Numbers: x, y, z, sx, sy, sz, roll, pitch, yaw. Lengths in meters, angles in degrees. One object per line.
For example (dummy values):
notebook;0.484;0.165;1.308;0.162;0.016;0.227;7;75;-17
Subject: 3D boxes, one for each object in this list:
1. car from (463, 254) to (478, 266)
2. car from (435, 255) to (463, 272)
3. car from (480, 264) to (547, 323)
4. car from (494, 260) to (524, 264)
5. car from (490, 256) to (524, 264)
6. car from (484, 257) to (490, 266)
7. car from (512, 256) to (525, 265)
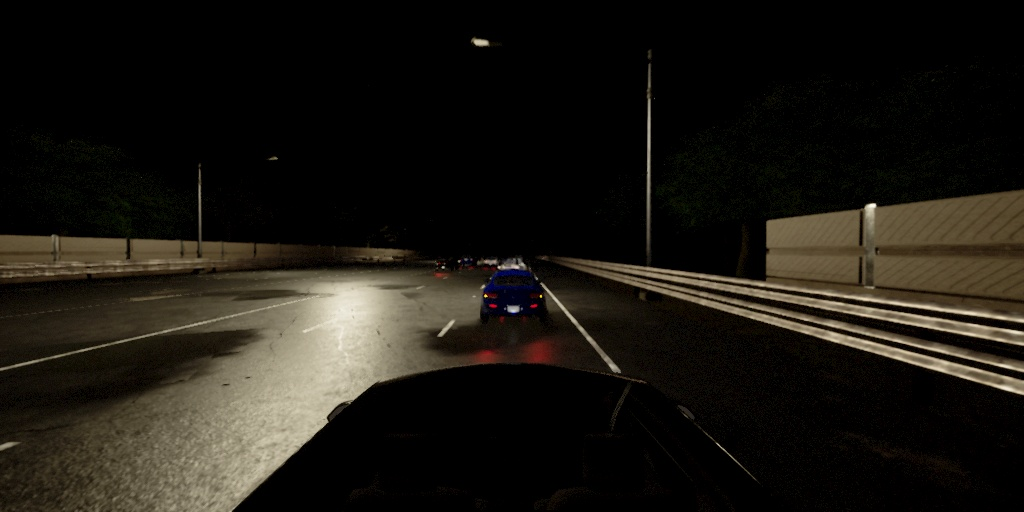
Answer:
car;-6.198;0.559;51.223;2.097;1.767;4.553;0;1;2
car;-6.658;0.839;37.344;1.837;1.490;4.892;0;1;1
car;0.050;1.143;11.370;1.812;1.442;4.674;0;1;0
car;0.094;1.098;20.350;1.895;1.301;4.718;0;1;0
car;-0.155;0.925;26.349;2.128;1.511;4.902;0;1;2
car;-2.736;0.794;50.314;1.895;1.301;4.718;0;0;2
car;1.036;0.663;56.638;1.812;1.442;4.674;0;0;3
